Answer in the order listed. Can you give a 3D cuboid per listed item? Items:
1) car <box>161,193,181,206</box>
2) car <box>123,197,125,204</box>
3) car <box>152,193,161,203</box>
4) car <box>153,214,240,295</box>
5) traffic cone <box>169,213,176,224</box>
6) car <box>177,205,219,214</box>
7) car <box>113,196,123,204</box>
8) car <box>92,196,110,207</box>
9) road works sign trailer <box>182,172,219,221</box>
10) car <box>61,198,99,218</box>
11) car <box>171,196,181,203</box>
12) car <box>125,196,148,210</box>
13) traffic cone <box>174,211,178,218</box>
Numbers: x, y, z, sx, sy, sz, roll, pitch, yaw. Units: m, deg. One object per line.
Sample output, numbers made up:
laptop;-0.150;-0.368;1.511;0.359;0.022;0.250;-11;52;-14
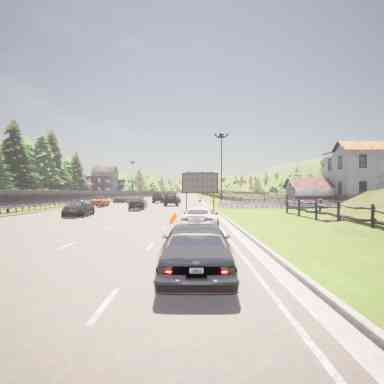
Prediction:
car;-3.312;1.221;53.385;2.150;2.045;5.566;0;0;0
car;-10.303;1.477;59.149;1.882;1.535;5.008;0;0;0
car;-6.789;1.214;67.547;2.150;2.045;5.566;0;-1;0
car;0.112;1.547;8.846;2.033;1.411;5.357;0;0;1
traffic cone;-1.449;1.955;23.203;0.340;0.580;0.340;0;0;0
car;0.462;1.541;18.469;1.812;1.442;4.674;-1;-1;7
car;-13.795;1.526;63.764;1.812;1.442;4.674;0;0;0
car;-13.819;1.353;49.894;2.097;1.767;4.553;0;0;0
road works sign trailer;0.525;0.464;22.083;2.380;3.560;2.880;0;0;-3
car;-10.350;1.564;30.532;1.994;1.385;4.181;0;0;0
car;-3.287;1.564;68.600;1.994;1.385;4.181;0;0;0
car;-6.831;1.504;42.241;1.837;1.490;4.892;0;0;0
traffic cone;-1.446;1.955;25.203;0.340;0.580;0.340;0;0;0
